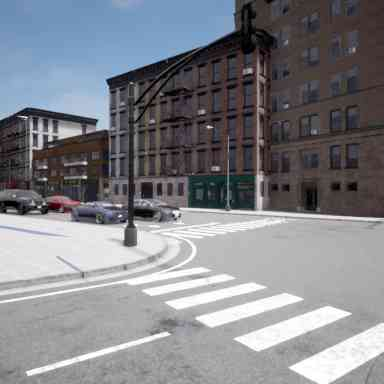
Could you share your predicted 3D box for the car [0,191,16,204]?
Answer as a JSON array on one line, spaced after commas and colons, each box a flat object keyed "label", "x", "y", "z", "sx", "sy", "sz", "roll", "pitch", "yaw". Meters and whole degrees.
[{"label": "car", "x": -27.584, "y": 0.786, "z": 48.231, "sx": 4.553, "sy": 1.767, "sz": 2.097, "roll": 1, "pitch": 0, "yaw": 41}]

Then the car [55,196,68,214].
[{"label": "car", "x": -12.022, "y": 1.103, "z": 30.591, "sx": 5.008, "sy": 1.535, "sz": 1.882, "roll": 1, "pitch": 0, "yaw": 39}]

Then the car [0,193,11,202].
[{"label": "car", "x": -33.139, "y": 0.897, "z": 57.608, "sx": 4.674, "sy": 1.442, "sz": 1.812, "roll": 1, "pitch": 0, "yaw": 43}]

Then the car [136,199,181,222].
[{"label": "car", "x": -2.930, "y": 1.239, "z": 23.452, "sx": 4.902, "sy": 1.511, "sz": 2.128, "roll": 1, "pitch": 0, "yaw": 38}]

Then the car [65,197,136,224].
[{"label": "car", "x": -6.013, "y": 1.281, "z": 21.728, "sx": 4.181, "sy": 1.385, "sz": 1.994, "roll": 1, "pitch": 0, "yaw": 37}]

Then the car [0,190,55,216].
[{"label": "car", "x": -14.315, "y": 0.829, "z": 28.260, "sx": 5.566, "sy": 2.045, "sz": 2.150, "roll": 1, "pitch": 0, "yaw": 39}]
